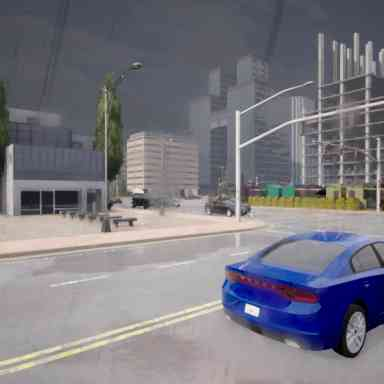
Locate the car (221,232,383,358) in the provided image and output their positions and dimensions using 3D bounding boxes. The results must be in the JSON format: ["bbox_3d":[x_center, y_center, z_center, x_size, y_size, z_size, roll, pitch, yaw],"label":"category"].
[{"bbox_3d":[2.766,1.478,6.126,5.008,1.535,1.882,0,0,-38],"label":"car"}]

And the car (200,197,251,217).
[{"bbox_3d":[3.160,1.504,31.440,1.837,1.490,4.892,0,0,-36],"label":"car"}]

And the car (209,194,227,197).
[{"bbox_3d":[4.243,1.352,35.886,2.097,1.767,4.553,0,0,-36],"label":"car"}]

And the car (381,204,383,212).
[{"bbox_3d":[20.725,1.222,31.287,5.566,2.045,2.150,0,0,-13],"label":"car"}]

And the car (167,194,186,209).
[{"bbox_3d":[-3.487,1.491,46.447,2.128,1.511,4.902,0,0,-36],"label":"car"}]

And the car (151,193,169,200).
[{"bbox_3d":[-8.535,1.153,89.499,4.605,1.855,1.932,0,0,-38],"label":"car"}]

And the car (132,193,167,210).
[{"bbox_3d":[-6.008,1.221,43.963,2.150,2.045,5.566,0,0,-36],"label":"car"}]

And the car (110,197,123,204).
[{"bbox_3d":[-14.450,1.565,61.571,1.994,1.385,4.181,0,0,-36],"label":"car"}]
